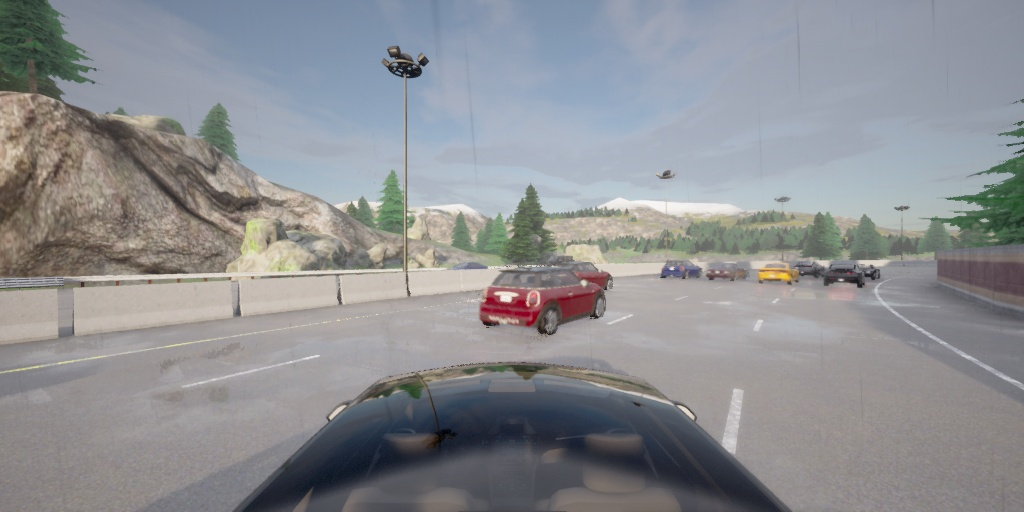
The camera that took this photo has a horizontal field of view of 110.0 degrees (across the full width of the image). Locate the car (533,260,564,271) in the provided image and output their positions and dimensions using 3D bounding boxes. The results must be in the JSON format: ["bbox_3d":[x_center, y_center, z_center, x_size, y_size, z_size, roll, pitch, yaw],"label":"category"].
[{"bbox_3d":[5.250,1.314,51.368,4.181,1.385,1.994,0,0,-41],"label":"car"}]

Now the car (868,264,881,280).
[{"bbox_3d":[30.344,1.351,31.028,4.718,1.301,1.895,0,0,-39],"label":"car"}]

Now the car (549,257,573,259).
[{"bbox_3d":[3.792,1.103,19.808,2.097,1.767,4.553,0,0,40],"label":"car"}]

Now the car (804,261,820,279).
[{"bbox_3d":[27.584,1.241,33.275,4.902,1.511,2.128,0,0,-39],"label":"car"}]

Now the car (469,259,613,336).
[{"bbox_3d":[1.109,1.102,10.788,2.097,1.767,4.553,0,0,36],"label":"car"}]

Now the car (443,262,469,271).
[{"bbox_3d":[-4.110,1.275,32.338,1.812,1.442,4.674,0,0,42],"label":"car"}]

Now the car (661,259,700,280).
[{"bbox_3d":[15.026,1.104,31.621,4.553,1.767,2.097,0,0,-43],"label":"car"}]

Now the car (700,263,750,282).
[{"bbox_3d":[17.800,1.297,29.511,5.357,1.411,2.033,0,0,-42],"label":"car"}]

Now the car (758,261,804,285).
[{"bbox_3d":[19.667,1.228,26.372,5.008,1.535,1.882,0,0,-44],"label":"car"}]

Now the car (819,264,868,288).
[{"bbox_3d":[22.427,1.255,24.169,4.892,1.490,1.837,0,0,-43],"label":"car"}]
